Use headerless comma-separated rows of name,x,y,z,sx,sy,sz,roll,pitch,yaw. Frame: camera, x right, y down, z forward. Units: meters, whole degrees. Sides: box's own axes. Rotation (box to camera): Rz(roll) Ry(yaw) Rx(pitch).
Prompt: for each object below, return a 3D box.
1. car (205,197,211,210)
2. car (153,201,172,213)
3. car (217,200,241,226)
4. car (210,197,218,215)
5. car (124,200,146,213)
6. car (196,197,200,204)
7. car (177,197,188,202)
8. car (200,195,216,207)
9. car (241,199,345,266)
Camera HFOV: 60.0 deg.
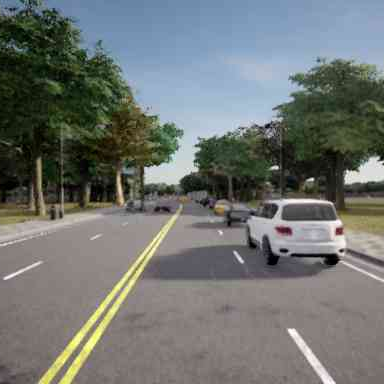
car,3.230,1.780,45.757,1.895,1.301,4.718,0,0,0
car,-3.359,1.740,38.633,1.895,1.301,4.718,0,0,0
car,3.243,1.558,23.699,2.128,1.511,4.902,0,0,0
car,3.239,1.575,34.891,1.801,1.575,5.366,0,0,0
car,-6.609,1.668,39.375,1.812,1.442,4.674,0,-1,0
car,2.592,1.770,67.952,2.033,1.649,4.856,0,-1,-3
car,-2.220,1.948,88.868,1.882,1.535,5.008,0,-1,-6
car,3.041,1.471,56.875,2.150,2.045,5.566,0,0,-2
car,3.346,1.246,11.824,2.150,2.045,5.566,0,0,0
